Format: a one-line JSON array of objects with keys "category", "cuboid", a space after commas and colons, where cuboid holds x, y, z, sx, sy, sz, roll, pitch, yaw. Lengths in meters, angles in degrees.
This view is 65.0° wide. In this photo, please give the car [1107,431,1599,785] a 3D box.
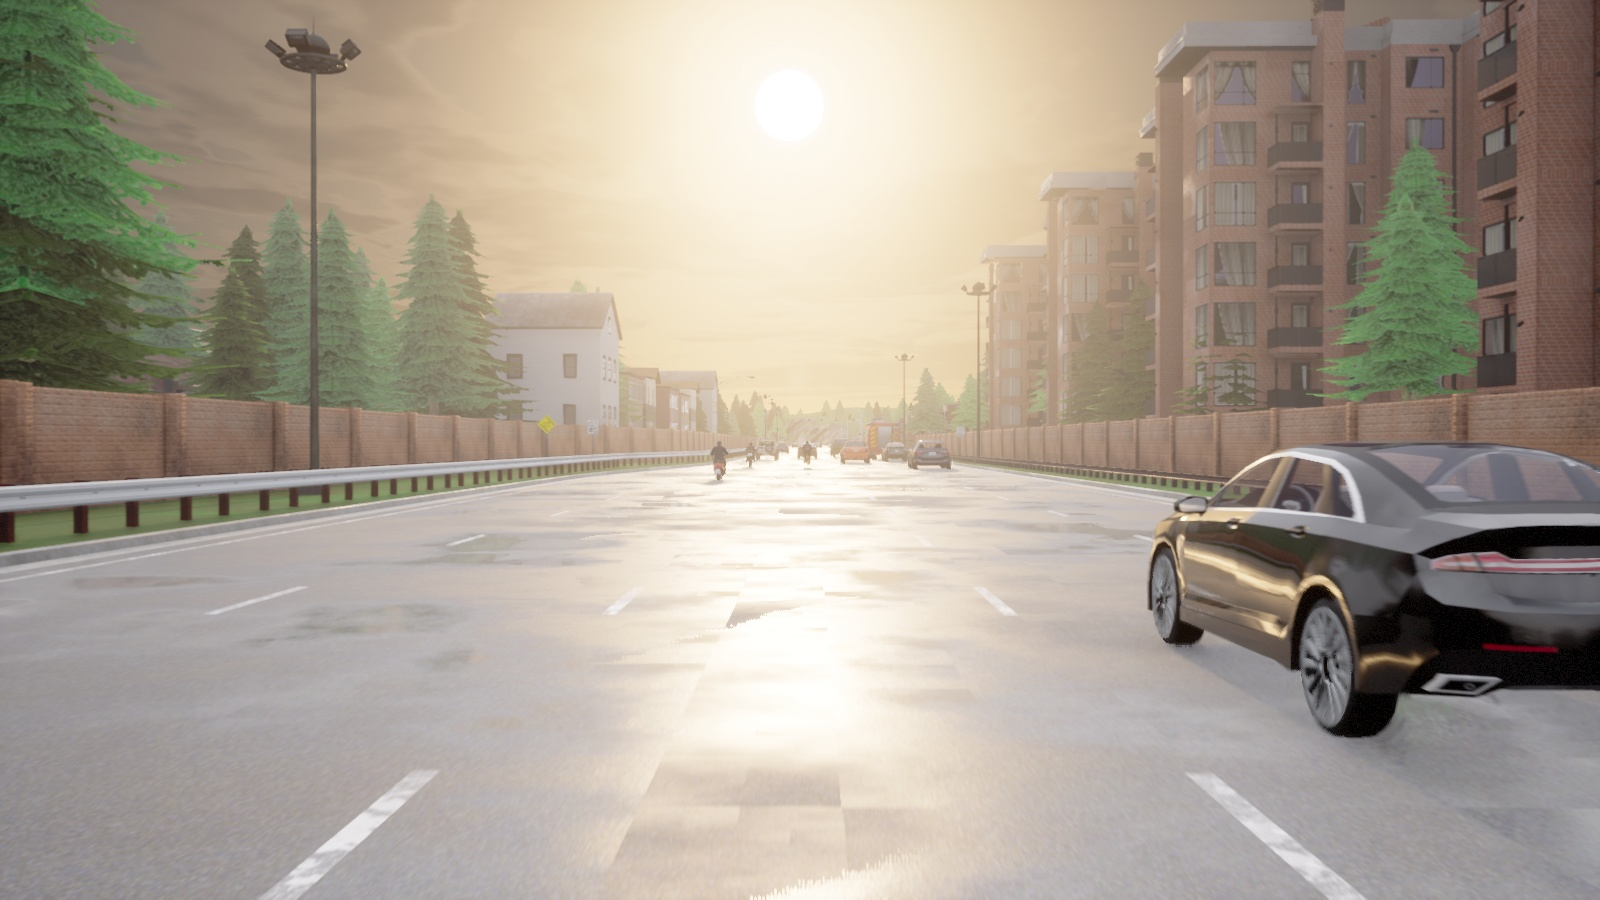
[{"category": "car", "cuboid": [3.560, 0.661, 7.813, 2.128, 1.511, 4.902, 0, 0, 0]}]

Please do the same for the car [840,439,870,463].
[{"category": "car", "cuboid": [4.049, 0.081, 93.441, 2.097, 1.767, 4.553, 0, 0, 0]}]

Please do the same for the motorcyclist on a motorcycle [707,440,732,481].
[{"category": "motorcyclist on a motorcycle", "cuboid": [-3.199, 0.415, 50.108, 0.866, 1.590, 1.817, 0, 0, 0]}]

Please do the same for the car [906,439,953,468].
[{"category": "car", "cuboid": [7.429, 0.188, 72.574, 2.242, 1.667, 4.611, 0, 0, 0]}]
